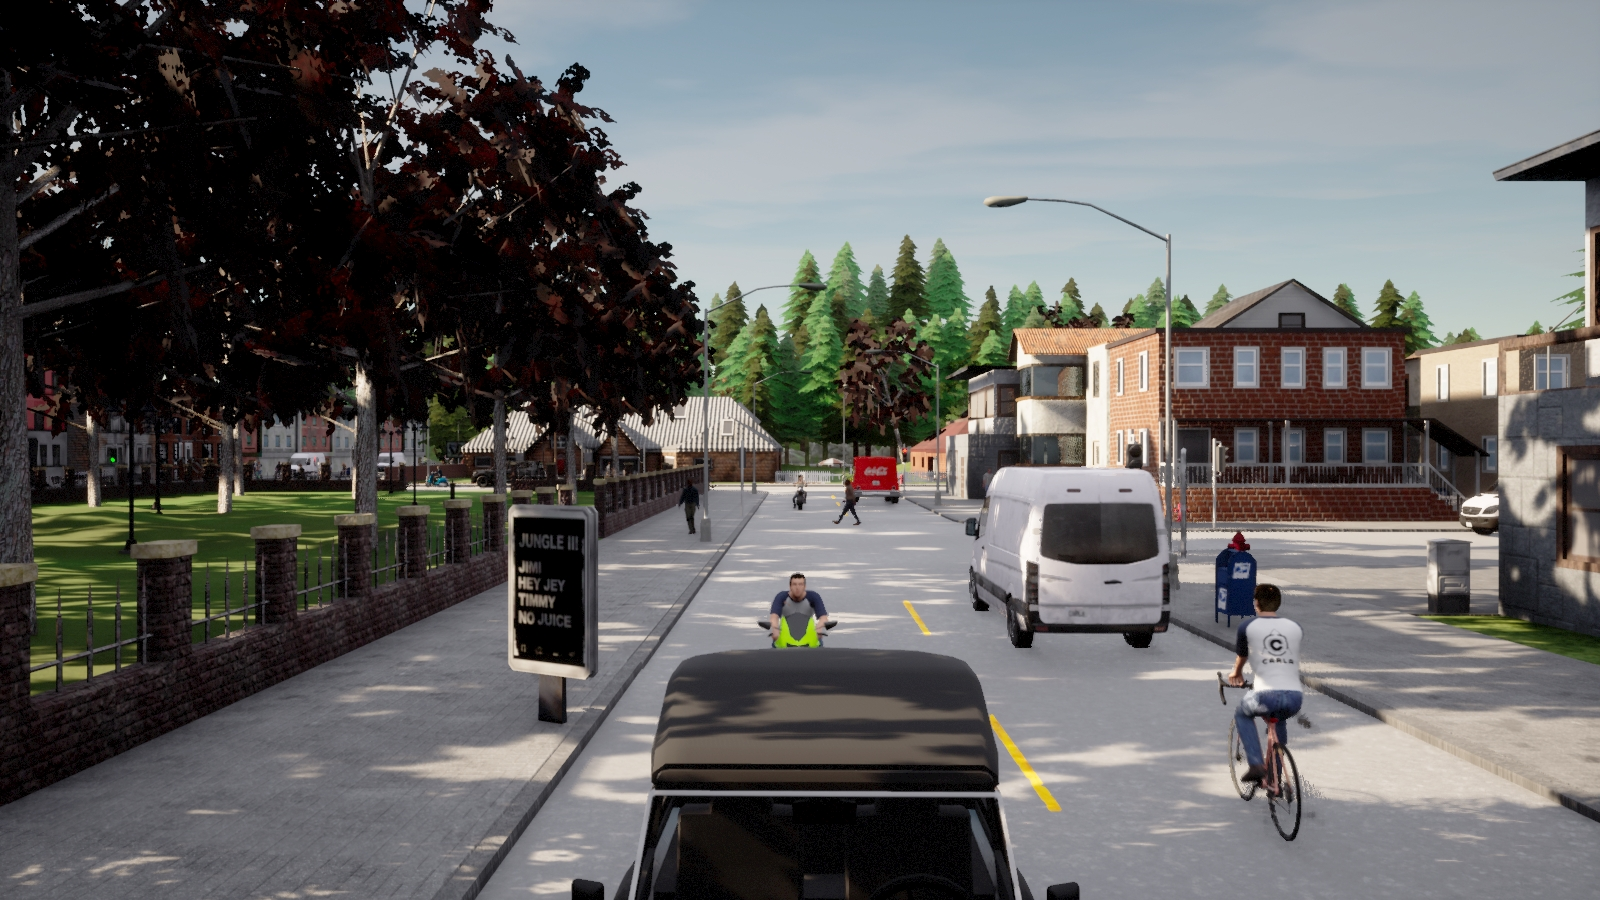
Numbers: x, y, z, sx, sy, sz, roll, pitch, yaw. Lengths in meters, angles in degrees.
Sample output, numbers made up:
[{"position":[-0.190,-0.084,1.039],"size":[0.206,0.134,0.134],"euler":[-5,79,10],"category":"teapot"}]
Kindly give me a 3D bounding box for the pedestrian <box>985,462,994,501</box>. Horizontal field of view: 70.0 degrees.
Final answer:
[{"position":[9.299,1.547,56.184],"size":[0.375,1.860,0.375],"euler":[0,0,-1],"category":"pedestrian"}]

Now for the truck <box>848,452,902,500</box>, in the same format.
[{"position":[3.969,1.372,61.570],"size":[2.627,2.467,5.204],"euler":[0,0,1],"category":"truck"}]

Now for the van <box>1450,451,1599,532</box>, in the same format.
[{"position":[24.712,1.329,37.232],"size":[5.915,2.561,1.988],"euler":[0,0,0],"category":"van"}]

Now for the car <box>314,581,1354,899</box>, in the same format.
[{"position":[0.090,1.637,4.034],"size":[1.905,1.878,3.866],"euler":[0,0,1],"category":"car"}]

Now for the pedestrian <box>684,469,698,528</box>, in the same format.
[{"position":[-3.455,1.540,36.164],"size":[0.375,1.860,0.375],"euler":[0,0,9],"category":"pedestrian"}]

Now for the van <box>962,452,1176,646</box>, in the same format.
[{"position":[3.994,1.323,18.122],"size":[1.988,2.561,5.915],"euler":[0,0,0],"category":"van"}]

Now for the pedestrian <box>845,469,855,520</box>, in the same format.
[{"position":[1.835,1.645,42.022],"size":[0.375,1.860,0.375],"euler":[0,0,3],"category":"pedestrian"}]
